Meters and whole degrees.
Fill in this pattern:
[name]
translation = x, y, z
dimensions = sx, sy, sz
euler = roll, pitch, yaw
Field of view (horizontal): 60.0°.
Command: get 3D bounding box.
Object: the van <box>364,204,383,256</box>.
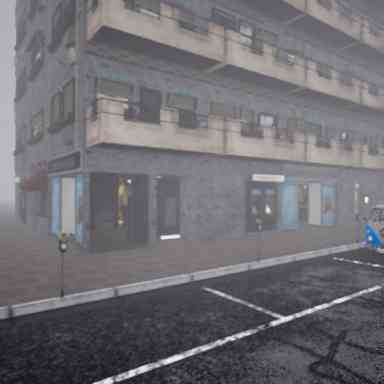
[van]
translation = 7.587, 1.280, 11.491
dimensions = 3.998, 1.788, 1.690
euler = 0, 1, -35
